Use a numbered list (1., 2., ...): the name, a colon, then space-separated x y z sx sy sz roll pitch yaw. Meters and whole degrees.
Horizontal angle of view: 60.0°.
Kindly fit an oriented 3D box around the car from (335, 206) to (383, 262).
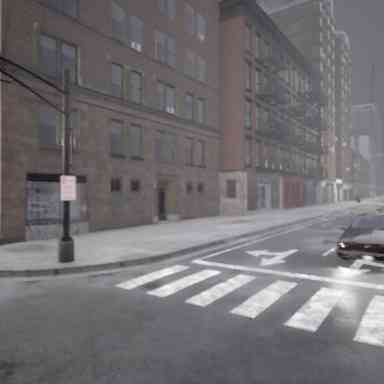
1. car: 6.463 1.448 11.544 2.033 1.411 5.357 0 0 35
